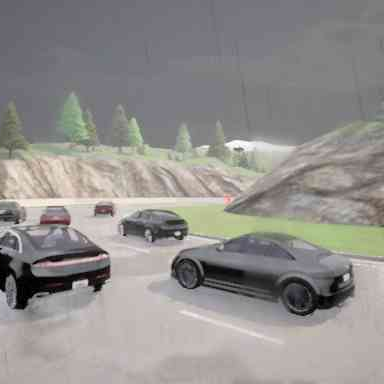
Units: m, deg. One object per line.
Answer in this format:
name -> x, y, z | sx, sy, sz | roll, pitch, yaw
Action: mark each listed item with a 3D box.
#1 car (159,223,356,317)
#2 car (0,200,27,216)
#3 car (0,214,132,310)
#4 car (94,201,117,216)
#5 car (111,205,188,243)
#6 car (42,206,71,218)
car -> 1.484, 1.628, 7.768 | 4.181, 1.385, 1.994 | 0, 0, 40
car -> -13.883, 1.462, 25.116 | 2.097, 1.767, 4.553 | 0, 0, -19
car -> -3.798, 1.532, 8.020 | 2.128, 1.511, 4.902 | 0, 0, -44
car -> -9.041, 1.680, 35.010 | 1.882, 1.535, 5.008 | 0, 0, -8
car -> -2.087, 1.614, 16.818 | 1.837, 1.490, 4.892 | 0, 0, -36
car -> -9.793, 1.685, 23.942 | 1.994, 1.385, 4.181 | 0, 0, -22
